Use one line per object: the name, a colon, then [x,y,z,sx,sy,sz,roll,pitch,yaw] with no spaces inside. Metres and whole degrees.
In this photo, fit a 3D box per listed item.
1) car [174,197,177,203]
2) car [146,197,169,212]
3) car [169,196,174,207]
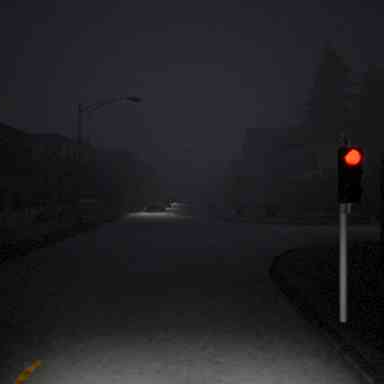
car: [-4.086,1.543,66.954,1.895,1.301,4.718,0,0,0]
car: [-4.135,1.444,38.708,1.882,1.535,5.008,0,0,0]
car: [-4.143,1.461,48.677,1.837,1.490,4.892,0,0,0]
